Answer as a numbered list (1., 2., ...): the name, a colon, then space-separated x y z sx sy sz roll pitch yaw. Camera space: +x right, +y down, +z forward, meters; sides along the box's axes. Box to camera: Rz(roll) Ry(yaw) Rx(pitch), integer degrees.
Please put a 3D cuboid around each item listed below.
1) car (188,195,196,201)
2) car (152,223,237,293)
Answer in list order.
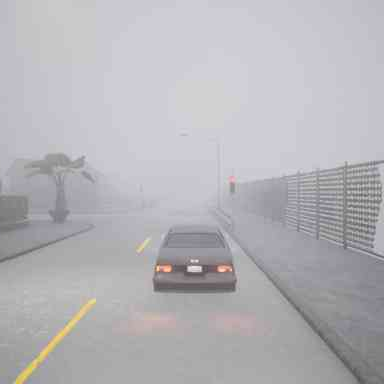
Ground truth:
1. car: 0.083 1.552 86.644 1.994 1.385 4.181 0 0 0
2. car: 0.072 1.547 8.994 2.033 1.411 5.357 0 0 1
